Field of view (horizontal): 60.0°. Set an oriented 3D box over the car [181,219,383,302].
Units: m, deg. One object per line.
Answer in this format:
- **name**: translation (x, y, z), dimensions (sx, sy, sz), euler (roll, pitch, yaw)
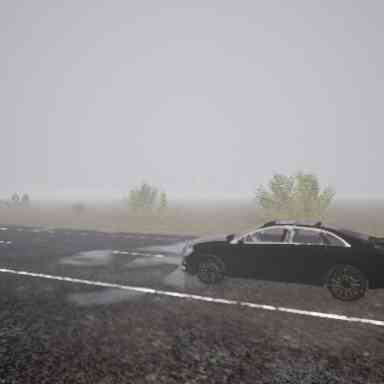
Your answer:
- **car**: translation (2.121, 1.418, 7.899), dimensions (4.902, 1.511, 2.128), euler (0, 0, 24)
